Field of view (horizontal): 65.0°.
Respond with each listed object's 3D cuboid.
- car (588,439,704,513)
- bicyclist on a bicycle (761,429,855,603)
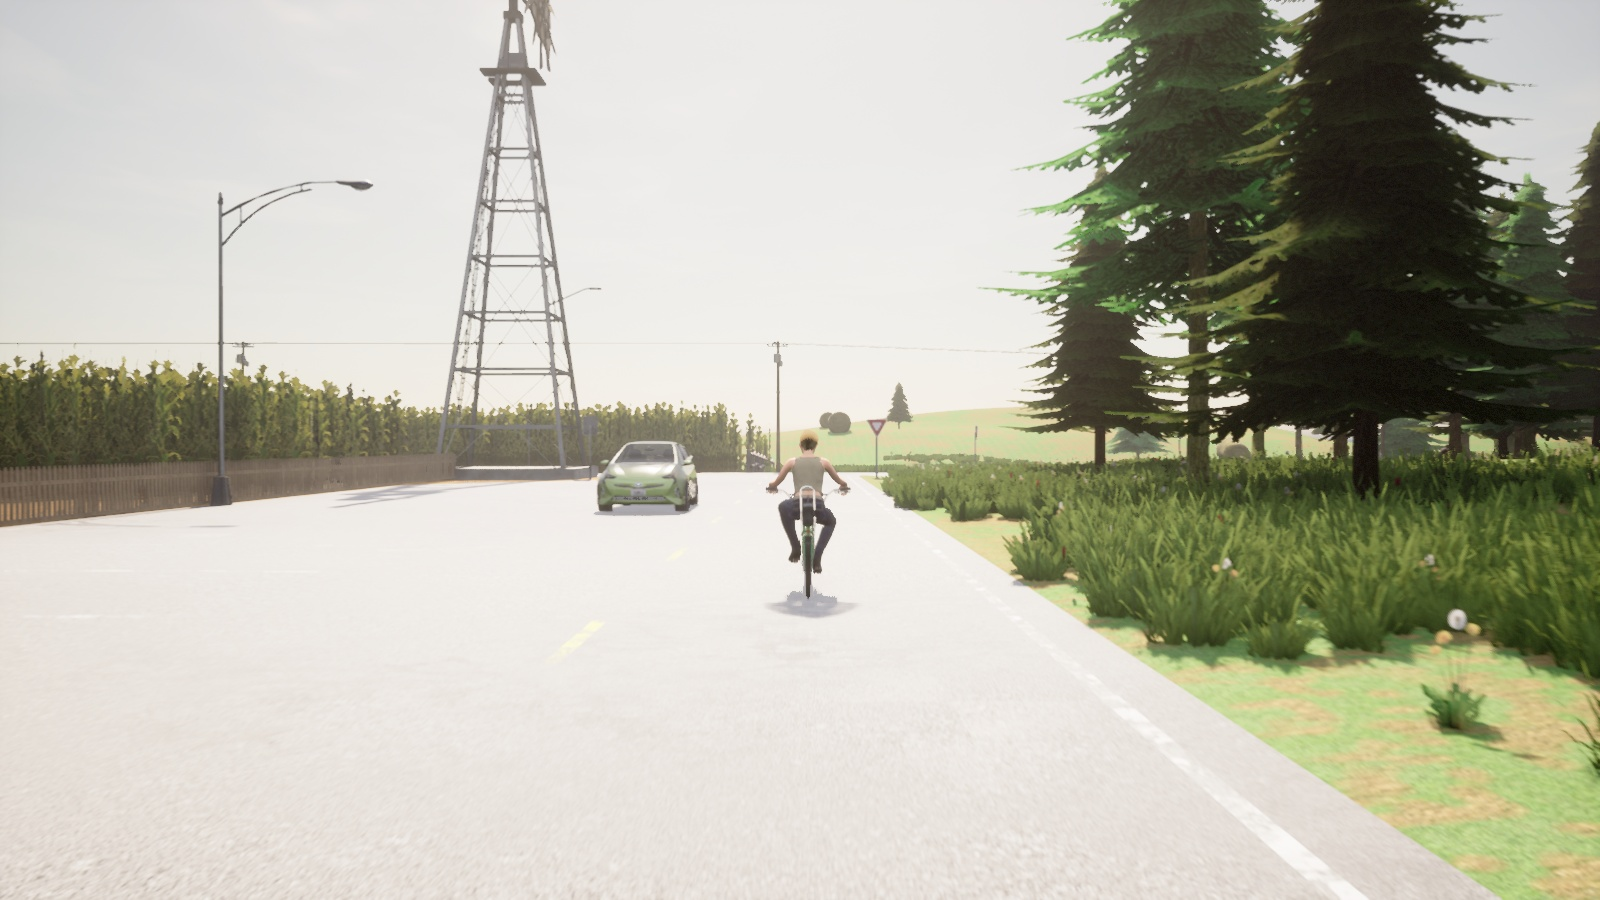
[{"bbox_3d":[-3.326,0.519,27.999,2.007,1.525,4.514,0,0,0],"label":"car"},{"bbox_3d":[0.081,0.607,12.413,0.866,1.612,1.509,0,0,1],"label":"bicyclist on a bicycle"}]
